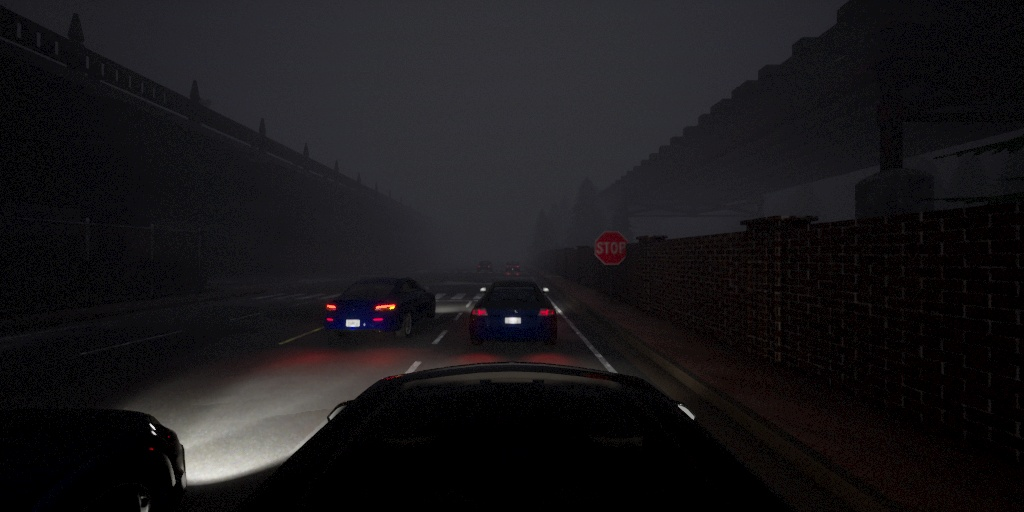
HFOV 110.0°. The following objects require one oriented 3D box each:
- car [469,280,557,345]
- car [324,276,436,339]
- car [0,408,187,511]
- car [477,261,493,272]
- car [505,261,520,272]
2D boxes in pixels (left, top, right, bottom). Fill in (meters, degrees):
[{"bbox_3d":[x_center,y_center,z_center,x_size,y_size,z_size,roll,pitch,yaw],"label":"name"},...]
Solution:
[{"bbox_3d":[0.062,1.313,9.473,1.994,1.385,4.181,0,0,1],"label":"car"},{"bbox_3d":[-3.420,1.275,9.993,1.812,1.442,4.674,0,0,0],"label":"car"},{"bbox_3d":[-3.399,1.314,0.897,1.994,1.385,4.181,0,0,0],"label":"car"},{"bbox_3d":[-3.430,1.294,46.033,2.033,1.411,5.357,0,0,-1],"label":"car"},{"bbox_3d":[0.064,1.347,46.230,1.895,1.301,4.718,0,0,-1],"label":"car"}]
